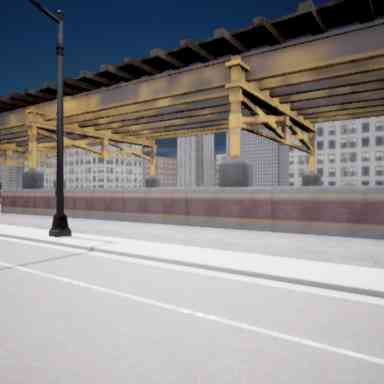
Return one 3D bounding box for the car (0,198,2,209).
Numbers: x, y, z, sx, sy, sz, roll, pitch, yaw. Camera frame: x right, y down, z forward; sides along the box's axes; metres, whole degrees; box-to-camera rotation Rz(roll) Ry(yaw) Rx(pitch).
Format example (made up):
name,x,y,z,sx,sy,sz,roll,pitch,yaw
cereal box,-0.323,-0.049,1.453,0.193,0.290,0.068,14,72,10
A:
name,x,y,z,sx,sy,sz,roll,pitch,yaw
car,-24.492,1.259,40.963,4.536,1.218,1.853,0,0,-1
